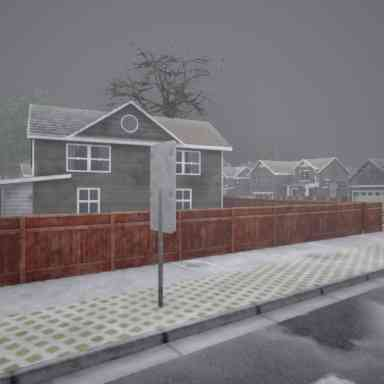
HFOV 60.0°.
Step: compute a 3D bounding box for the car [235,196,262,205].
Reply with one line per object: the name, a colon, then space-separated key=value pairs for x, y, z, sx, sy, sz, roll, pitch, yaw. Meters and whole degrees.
car: x=7.056 y=1.216 z=40.102 sx=2.097 sy=1.767 sz=4.553 roll=0 pitch=0 yaw=-26
